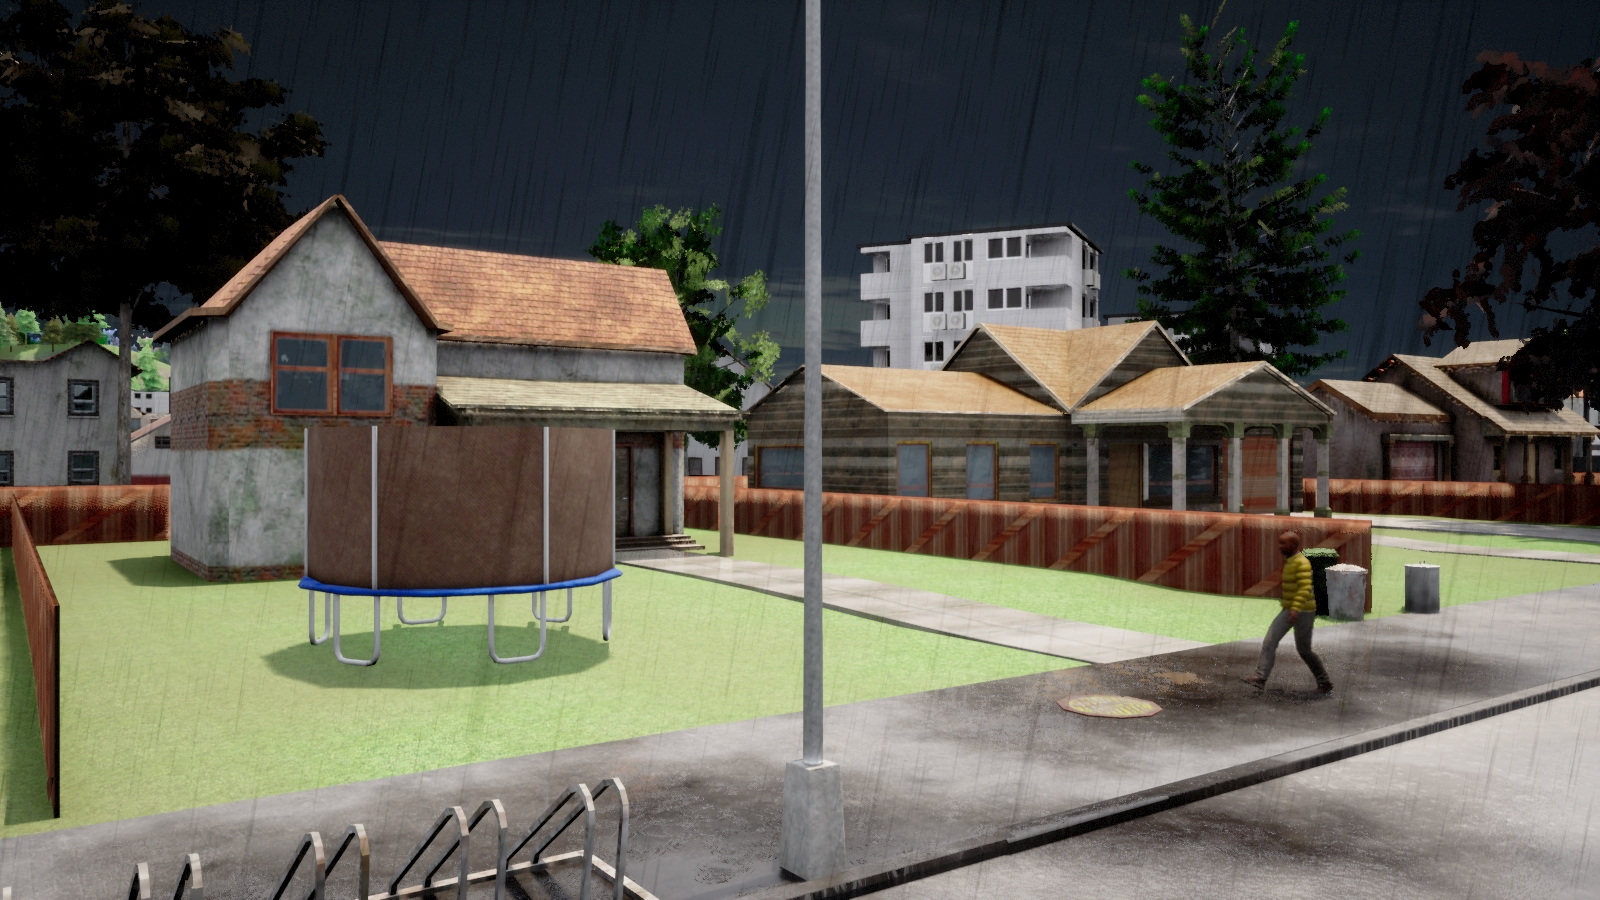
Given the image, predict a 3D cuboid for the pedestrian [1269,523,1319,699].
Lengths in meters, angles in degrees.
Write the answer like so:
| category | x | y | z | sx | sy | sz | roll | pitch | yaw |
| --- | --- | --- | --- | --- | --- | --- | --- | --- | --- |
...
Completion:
| category | x | y | z | sx | sy | sz | roll | pitch | yaw |
| --- | --- | --- | --- | --- | --- | --- | --- | --- | --- |
| pedestrian | 5.397 | 1.746 | 12.495 | 0.375 | 1.860 | 0.375 | 0 | 0 | -2 |
